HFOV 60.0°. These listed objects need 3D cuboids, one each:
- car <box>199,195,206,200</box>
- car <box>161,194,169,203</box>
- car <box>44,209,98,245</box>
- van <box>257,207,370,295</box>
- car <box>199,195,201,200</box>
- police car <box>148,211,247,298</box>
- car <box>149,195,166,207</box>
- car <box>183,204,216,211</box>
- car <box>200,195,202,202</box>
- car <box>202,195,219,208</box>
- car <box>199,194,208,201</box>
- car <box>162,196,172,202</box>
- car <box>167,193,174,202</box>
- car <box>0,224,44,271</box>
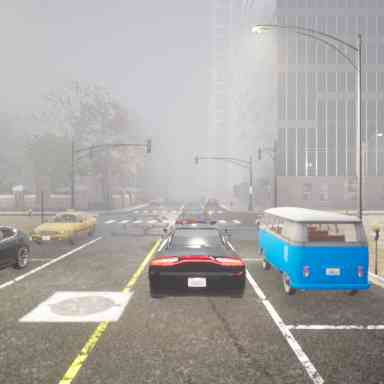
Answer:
[{"bbox_3d":[2.799,1.452,92.156,1.752,1.417,4.829,0,0,0],"label":"car"},{"bbox_3d":[-5.623,1.520,57.904,2.008,1.369,4.403,0,0,0],"label":"car"},{"bbox_3d":[-5.801,1.518,15.651,1.752,1.417,4.829,0,0,0],"label":"car"},{"bbox_3d":[2.783,1.337,8.408,1.690,1.788,3.998,0,0,0],"label":"van"},{"bbox_3d":[2.778,1.521,74.939,1.947,1.339,4.313,0,0,0],"label":"car"},{"bbox_3d":[0.106,1.501,8.593,2.038,1.542,4.974,0,0,0],"label":"police car"},{"bbox_3d":[-5.629,1.517,52.222,1.887,1.381,4.507,0,0,0],"label":"car"},{"bbox_3d":[0.119,1.555,17.556,1.994,1.385,4.181,0,0,0],"label":"car"},{"bbox_3d":[2.752,1.538,52.214,1.947,1.339,4.313,0,0,0],"label":"car"},{"bbox_3d":[2.746,1.416,46.534,1.967,1.590,4.097,0,0,0],"label":"car"},{"bbox_3d":[2.786,1.388,80.620,1.967,1.590,4.097,0,0,0],"label":"car"},{"bbox_3d":[-5.603,1.537,74.953,1.802,1.307,4.206,0,0,0],"label":"car"},{"bbox_3d":[-5.608,1.276,69.271,2.192,1.841,5.009,0,0,0],"label":"car"},{"bbox_3d":[-5.761,1.562,8.417,1.947,1.339,4.313,0,0,0],"label":"car"}]
